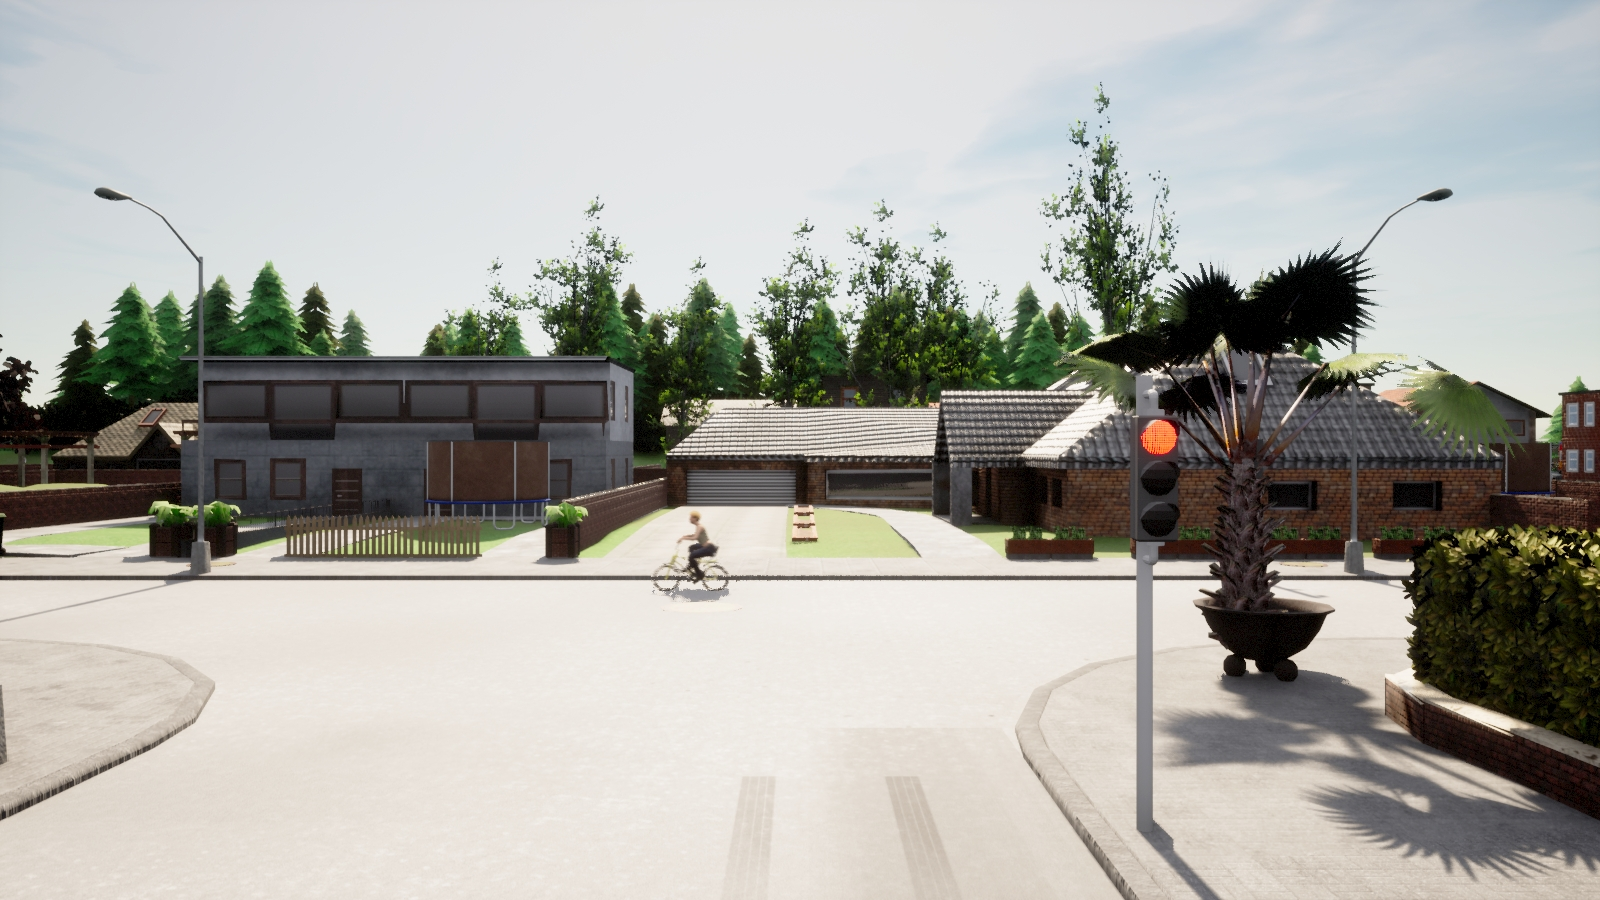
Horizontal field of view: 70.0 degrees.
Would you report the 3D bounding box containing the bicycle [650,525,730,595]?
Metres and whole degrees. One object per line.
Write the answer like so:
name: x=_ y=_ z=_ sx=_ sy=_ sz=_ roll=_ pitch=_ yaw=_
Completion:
bicycle: x=-2.138 y=2.149 z=22.443 sx=1.487 sy=1.276 sz=0.859 roll=0 pitch=0 yaw=0
